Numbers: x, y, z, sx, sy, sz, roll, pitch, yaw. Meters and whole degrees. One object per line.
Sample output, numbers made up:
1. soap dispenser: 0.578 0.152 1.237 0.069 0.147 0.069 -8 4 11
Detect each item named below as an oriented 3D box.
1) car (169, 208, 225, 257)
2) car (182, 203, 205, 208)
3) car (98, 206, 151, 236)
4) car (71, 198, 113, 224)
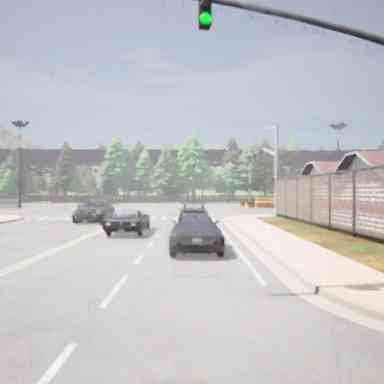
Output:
1. car: 0.148 1.547 12.874 1.994 1.385 4.181 0 0 -1
2. car: 0.119 1.463 21.777 2.128 1.511 4.902 0 0 1
3. car: -3.398 1.577 18.194 1.895 1.301 4.718 0 0 0
4. car: -7.007 1.319 24.046 2.097 1.767 4.553 0 0 0
